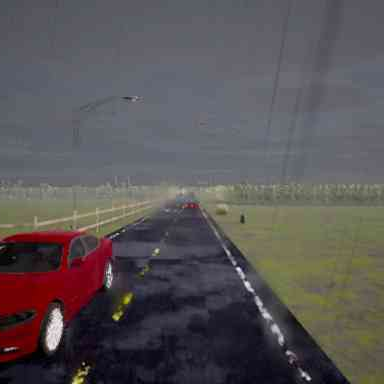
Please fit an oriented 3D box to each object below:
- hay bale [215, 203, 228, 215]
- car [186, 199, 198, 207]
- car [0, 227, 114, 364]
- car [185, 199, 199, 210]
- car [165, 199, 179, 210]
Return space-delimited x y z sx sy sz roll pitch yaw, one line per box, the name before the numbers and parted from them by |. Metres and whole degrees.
hay bale | 3.134 1.799 35.540 1.220 1.180 1.240 1 1 0
car | 0.003 1.808 56.819 1.895 1.301 4.718 0 0 0
car | -2.848 1.507 6.284 1.882 1.535 5.008 0 0 0
car | 0.022 1.741 45.777 1.994 1.385 4.181 0 0 0
car | -2.831 1.730 47.385 2.033 1.411 5.357 0 0 0
